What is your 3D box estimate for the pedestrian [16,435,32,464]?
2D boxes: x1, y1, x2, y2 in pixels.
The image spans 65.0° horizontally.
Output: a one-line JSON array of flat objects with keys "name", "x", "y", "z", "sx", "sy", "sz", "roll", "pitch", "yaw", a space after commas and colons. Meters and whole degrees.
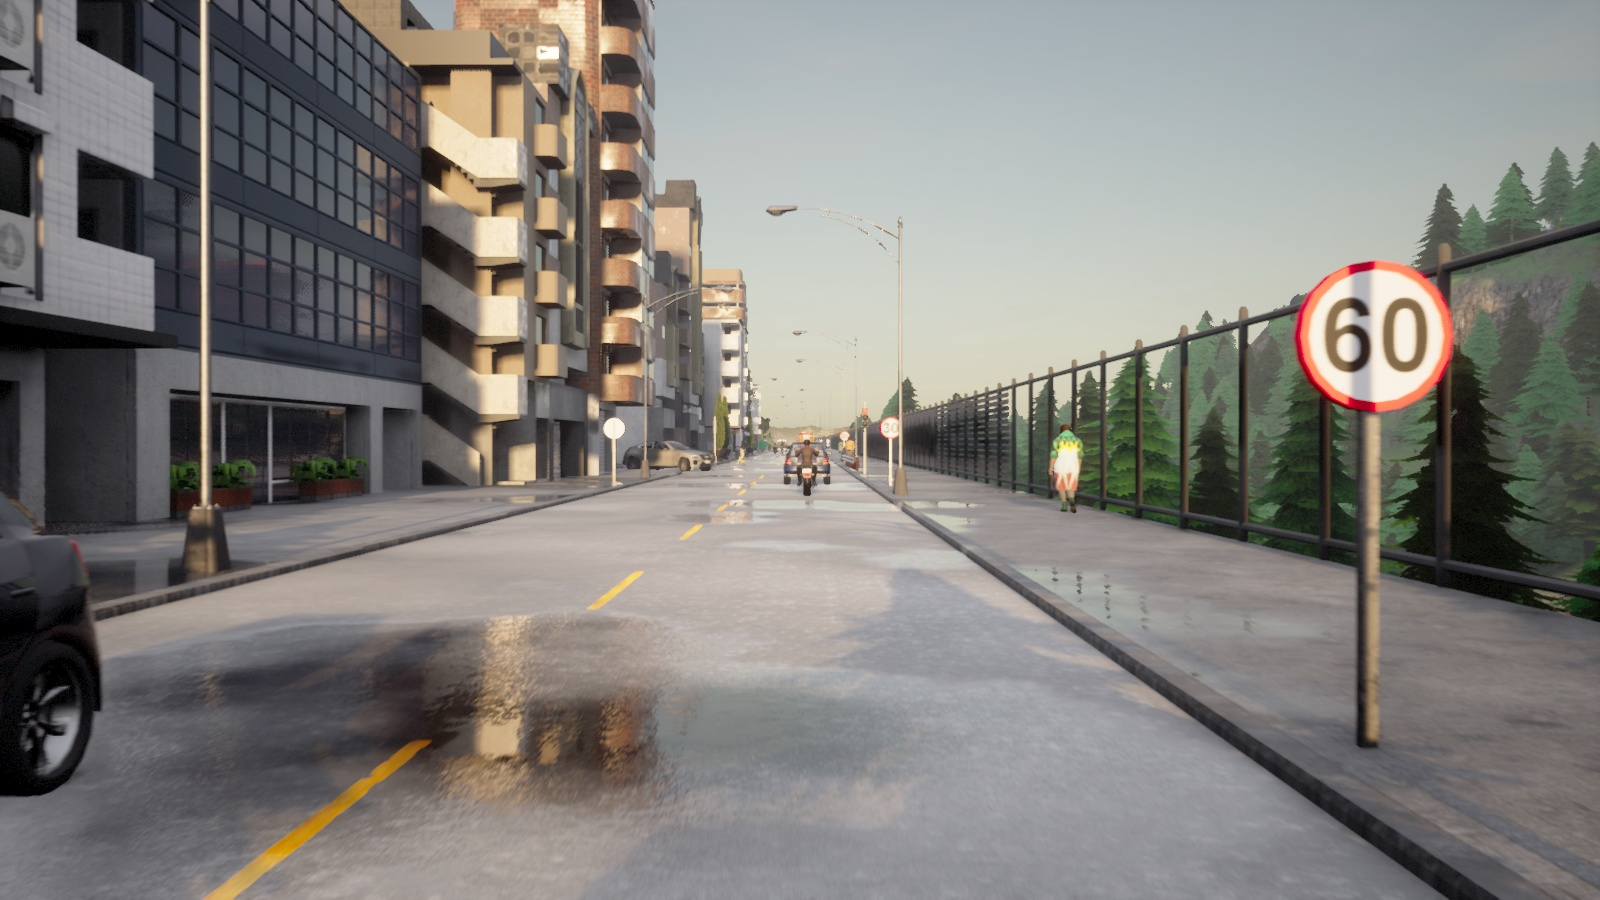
[{"name": "pedestrian", "x": -48.156, "y": -0.031, "z": 77.922, "sx": 0.726, "sy": 1.842, "sz": 0.402, "roll": 0, "pitch": 0, "yaw": 9}]

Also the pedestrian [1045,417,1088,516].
[{"name": "pedestrian", "x": 5.315, "y": 0.319, "z": 25.056, "sx": 0.659, "sy": 1.952, "sz": 0.873, "roll": 0, "pitch": 0, "yaw": -1}]

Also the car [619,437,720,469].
[{"name": "car", "x": -6.877, "y": 0.147, "z": 66.038, "sx": 5.027, "sy": 1.651, "sz": 2.152, "roll": 0, "pitch": 0, "yaw": 31}]

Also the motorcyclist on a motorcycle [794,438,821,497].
[{"name": "motorcyclist on a motorcycle", "x": 0.211, "y": 0.490, "z": 36.572, "sx": 0.766, "sy": 1.649, "sz": 2.350, "roll": 0, "pitch": 1, "yaw": 0}]

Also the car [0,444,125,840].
[{"name": "car", "x": -3.964, "y": 0.736, "z": 3.825, "sx": 1.845, "sy": 1.501, "sz": 3.633, "roll": 0, "pitch": 0, "yaw": 0}]

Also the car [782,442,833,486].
[{"name": "car", "x": 0.260, "y": 0.468, "z": 45.651, "sx": 1.789, "sy": 1.549, "sz": 3.705, "roll": 0, "pitch": 0, "yaw": 0}]
